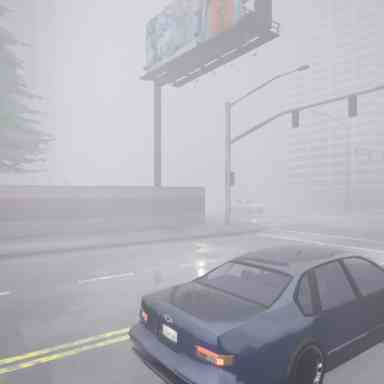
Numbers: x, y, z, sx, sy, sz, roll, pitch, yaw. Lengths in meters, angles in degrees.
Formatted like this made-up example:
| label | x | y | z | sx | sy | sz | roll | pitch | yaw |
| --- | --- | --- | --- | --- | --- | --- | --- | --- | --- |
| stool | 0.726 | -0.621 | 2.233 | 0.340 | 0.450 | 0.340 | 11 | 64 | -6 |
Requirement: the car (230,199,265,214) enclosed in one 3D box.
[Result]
| label | x | y | z | sx | sy | sz | roll | pitch | yaw |
| --- | --- | --- | --- | --- | --- | --- | --- | --- | --- |
| car | 5.719 | 1.526 | 35.862 | 1.812 | 1.442 | 4.674 | 0 | 0 | -35 |

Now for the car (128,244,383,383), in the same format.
| label | x | y | z | sx | sy | sz | roll | pitch | yaw |
| --- | --- | --- | --- | --- | --- | --- | --- | --- | --- |
| car | 1.779 | 1.547 | 5.033 | 5.357 | 1.411 | 2.033 | 0 | 0 | -37 |
